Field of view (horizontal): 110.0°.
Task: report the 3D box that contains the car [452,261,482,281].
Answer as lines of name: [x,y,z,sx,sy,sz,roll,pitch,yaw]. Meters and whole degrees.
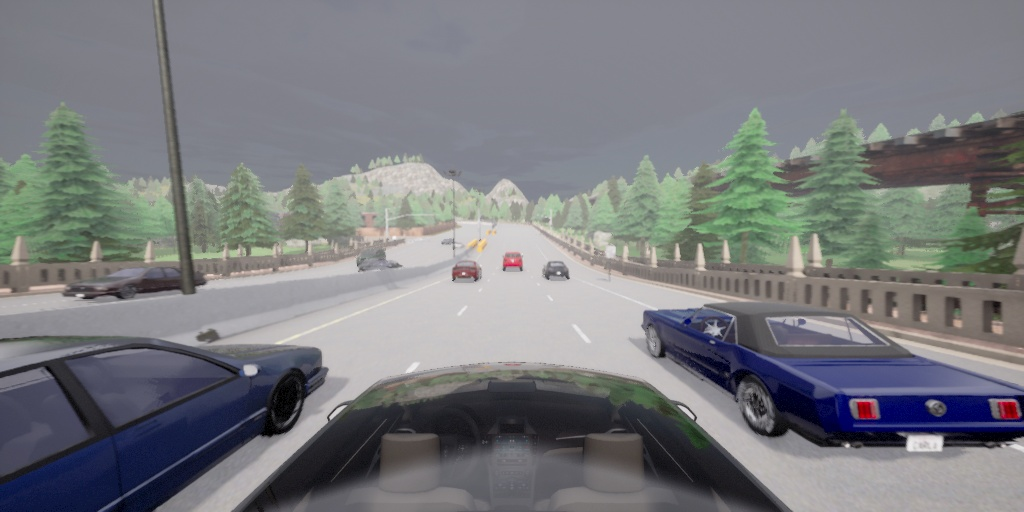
car: [-3.414,1.088,27.844,1.882,1.535,5.008,0,0,0]

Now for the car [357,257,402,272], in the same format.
car: [-10.608,1.084,29.941,2.128,1.511,4.902,0,1,0]

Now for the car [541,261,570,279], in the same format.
car: [3.585,1.120,29.740,1.812,1.442,4.674,0,1,0]

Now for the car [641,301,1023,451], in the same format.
car: [3.598,1.332,5.341,1.895,1.301,4.718,0,0,0]

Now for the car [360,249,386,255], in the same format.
car: [-17.601,0.176,45.246,2.150,2.045,5.566,0,4,0]

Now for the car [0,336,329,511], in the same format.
car: [-3.401,1.294,2.373,2.033,1.411,5.357,0,0,0]

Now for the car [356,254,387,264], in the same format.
car: [-14.107,0.921,36.946,1.837,1.490,4.892,0,2,0]

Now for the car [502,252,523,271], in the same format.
car: [0.080,0.491,40.237,2.150,2.045,5.566,0,3,0]

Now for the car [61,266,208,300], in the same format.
car: [-17.607,1.214,17.274,2.033,1.411,5.357,0,0,0]
